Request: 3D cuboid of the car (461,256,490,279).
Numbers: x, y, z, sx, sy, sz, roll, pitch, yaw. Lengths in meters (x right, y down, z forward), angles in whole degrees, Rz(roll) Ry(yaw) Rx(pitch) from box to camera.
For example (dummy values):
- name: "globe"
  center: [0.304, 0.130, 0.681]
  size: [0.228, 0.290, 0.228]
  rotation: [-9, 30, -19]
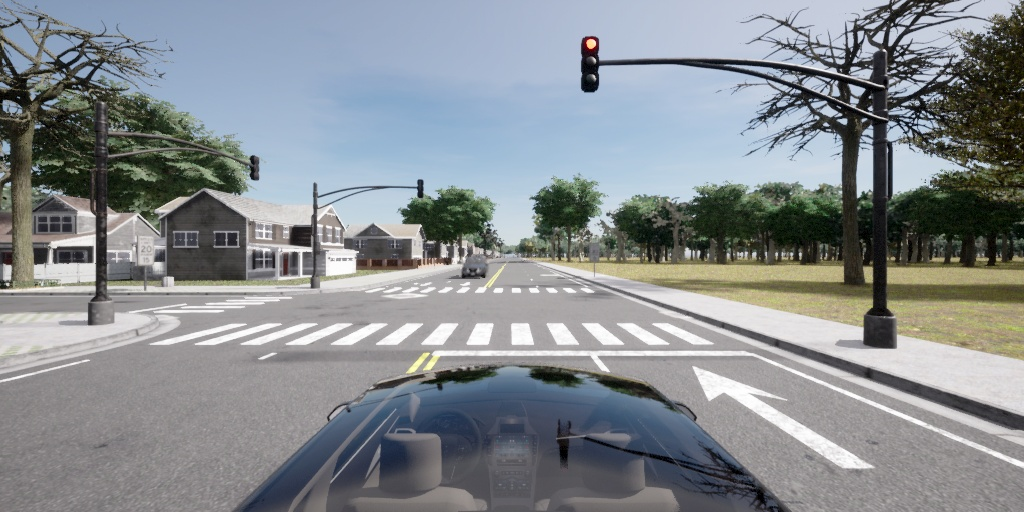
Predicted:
- name: "car"
  center: [-3.214, 1.075, 32.247]
  size: [2.150, 2.045, 5.566]
  rotation: [0, 1, 0]
